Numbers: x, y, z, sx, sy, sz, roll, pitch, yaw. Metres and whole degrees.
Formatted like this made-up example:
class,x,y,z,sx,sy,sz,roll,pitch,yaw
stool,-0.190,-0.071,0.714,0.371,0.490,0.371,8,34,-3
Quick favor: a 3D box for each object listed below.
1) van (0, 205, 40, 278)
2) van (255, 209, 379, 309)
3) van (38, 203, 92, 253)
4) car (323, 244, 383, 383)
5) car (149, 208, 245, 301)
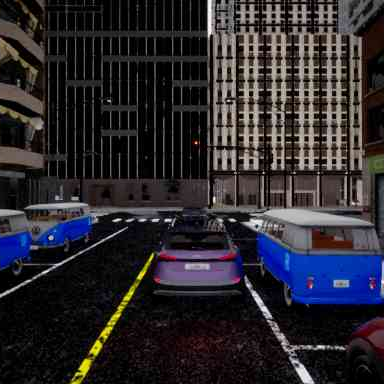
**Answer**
class,x,y,z,sx,sy,sz,roll,pitch,yaw
van,-5.308,1.343,7.578,1.690,1.788,3.998,0,0,0
van,2.573,1.343,7.580,1.690,1.788,3.998,0,0,0
van,-5.305,1.345,13.268,1.690,1.788,3.998,0,0,0
car,2.570,1.440,1.890,1.967,1.590,4.097,0,0,0
car,0.103,1.432,8.337,2.033,1.649,4.856,0,0,0
